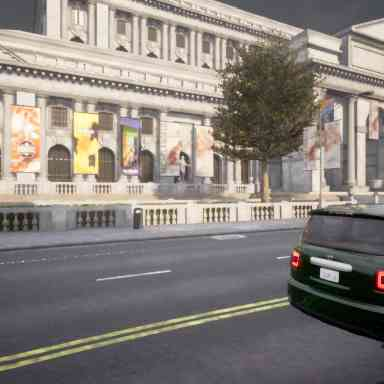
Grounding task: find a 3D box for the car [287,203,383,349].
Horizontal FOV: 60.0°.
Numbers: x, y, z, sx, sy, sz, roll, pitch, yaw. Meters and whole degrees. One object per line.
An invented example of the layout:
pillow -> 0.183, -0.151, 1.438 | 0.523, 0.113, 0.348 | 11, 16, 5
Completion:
car -> 4.202, 1.221, 5.841 | 5.566, 2.045, 2.150 | 0, 0, -29
